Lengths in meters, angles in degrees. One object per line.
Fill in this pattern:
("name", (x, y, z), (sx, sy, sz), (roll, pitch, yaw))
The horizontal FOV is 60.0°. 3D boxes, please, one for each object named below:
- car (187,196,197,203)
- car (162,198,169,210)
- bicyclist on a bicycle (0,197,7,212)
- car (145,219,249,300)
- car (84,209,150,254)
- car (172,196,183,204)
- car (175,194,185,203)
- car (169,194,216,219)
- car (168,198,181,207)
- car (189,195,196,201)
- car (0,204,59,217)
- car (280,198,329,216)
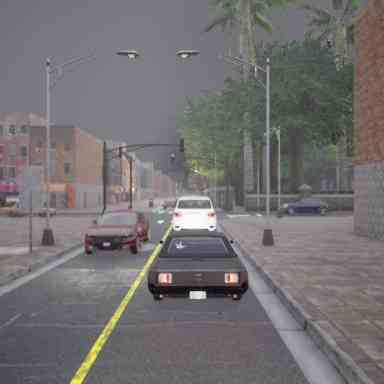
("car", (0.093, 1.586, 74.388), (2.128, 1.511, 4.902), (0, 0, 0))
("car", (-2.791, 1.555, 44.523), (1.812, 1.442, 4.674), (0, 0, 0))
("bicyclist on a bicycle", (-20.099, 1.365, 35.288), (0.582, 1.620, 1.656), (0, 0, 0))
("car", (0.111, 1.601, 8.307), (1.895, 1.301, 4.718), (0, 0, 0))
("car", (-2.865, 1.480, 13.631), (1.882, 1.535, 5.008), (0, 0, 0))
("car", (-2.726, 1.525, 63.812), (1.882, 1.535, 5.008), (0, 0, 1))
("car", (-2.658, 1.389, 73.947), (2.097, 1.767, 4.553), (0, 0, 0))
("car", (0.128, 1.226, 18.072), (2.150, 2.045, 5.566), (0, 0, 0))
("car", (-2.774, 1.639, 53.699), (1.895, 1.301, 4.718), (0, 0, 0))
("car", (0.105, 1.590, 84.551), (1.837, 1.490, 4.892), (0, 0, 0))
("car", (-14.403, 1.566, 29.641), (4.829, 1.417, 1.752), (0, 0, 0))
("car", (10.766, 1.336, 32.361), (4.553, 1.767, 2.097), (0, 0, -1))
